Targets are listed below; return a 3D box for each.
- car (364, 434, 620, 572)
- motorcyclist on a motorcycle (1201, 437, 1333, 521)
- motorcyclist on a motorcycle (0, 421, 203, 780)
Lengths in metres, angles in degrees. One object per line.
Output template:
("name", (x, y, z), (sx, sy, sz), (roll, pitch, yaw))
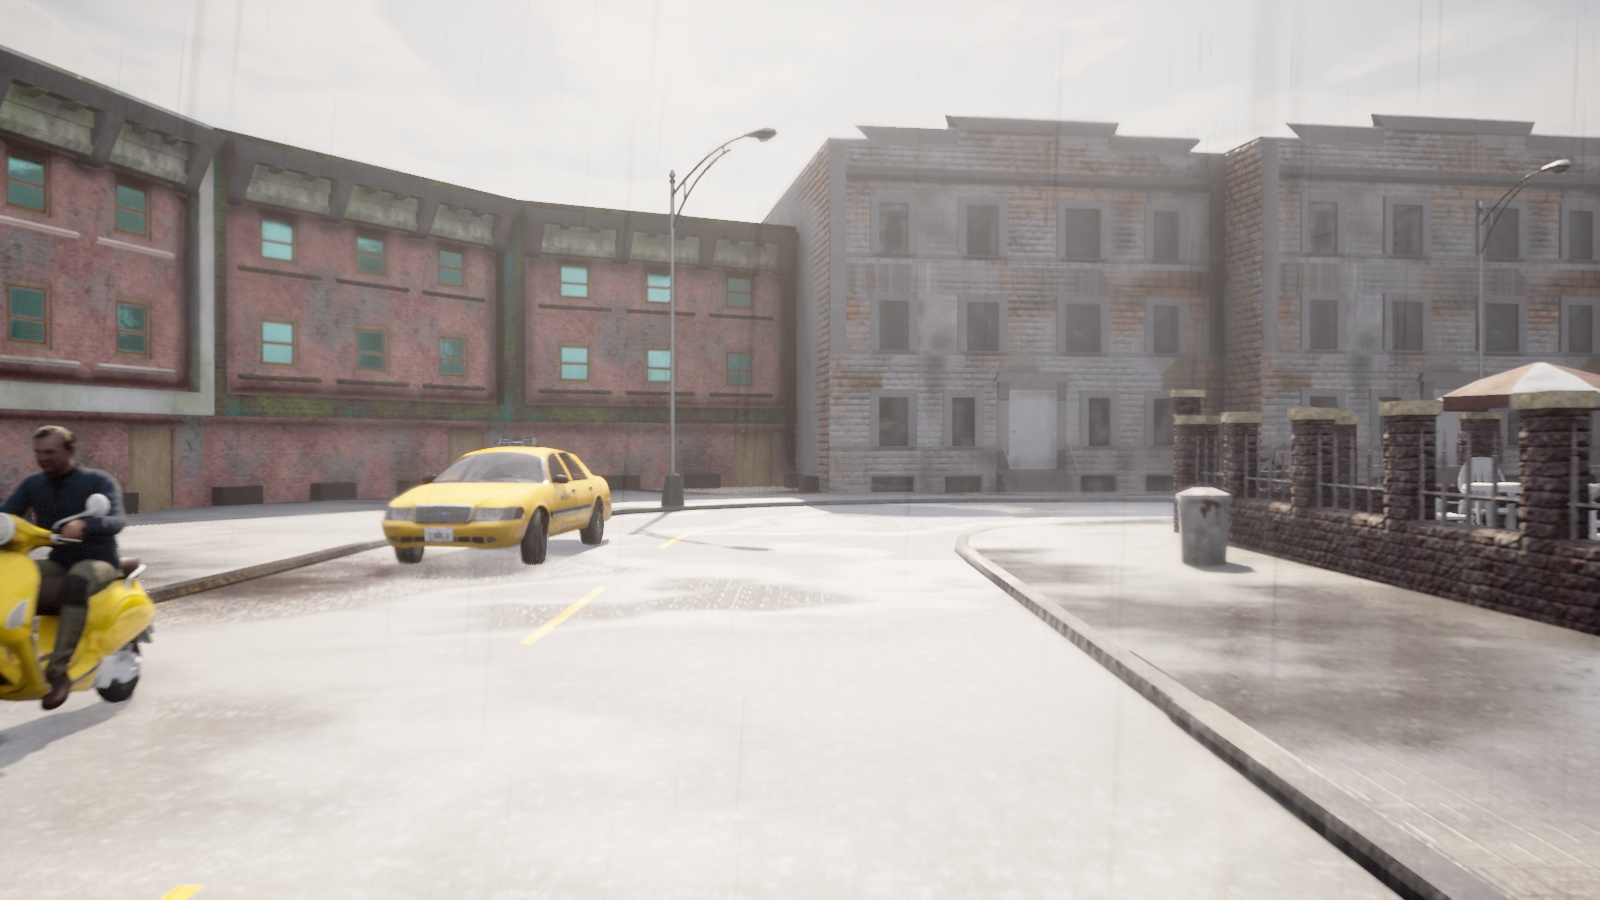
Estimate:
("car", (-3.906, 0.587, 17.029), (1.801, 1.575, 5.366), (0, 0, 4))
("motorcyclist on a motorcycle", (9.325, 0.563, 25.108), (2.350, 1.649, 0.766), (0, 1, -2))
("motorcyclist on a motorcycle", (-3.945, 0.660, 6.467), (0.866, 1.590, 1.817), (0, 0, 0))
